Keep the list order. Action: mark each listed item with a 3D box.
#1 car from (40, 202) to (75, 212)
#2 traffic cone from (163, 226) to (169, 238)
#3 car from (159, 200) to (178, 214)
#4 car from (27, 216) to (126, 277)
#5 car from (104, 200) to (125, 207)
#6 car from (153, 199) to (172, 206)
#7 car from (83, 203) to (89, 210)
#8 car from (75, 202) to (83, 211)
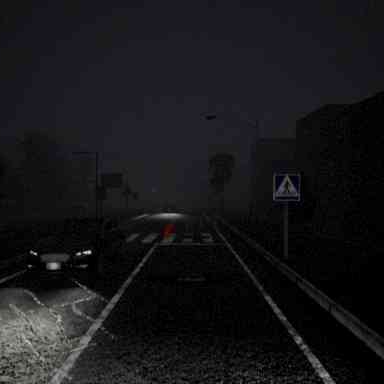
[{"bbox_3d":[-21.865,2.436,53.346,4.674,1.452,2.002,0,-1,0],"label":"car"},{"bbox_3d":[-1.371,2.134,17.754,0.340,0.580,0.340,0,-1,0],"label":"traffic cone"},{"bbox_3d":[-3.172,2.344,48.875,2.128,1.511,4.902,0,-1,0],"label":"car"},{"bbox_3d":[-3.346,1.551,10.488,2.128,1.511,4.902,0,-1,0],"label":"car"},{"bbox_3d":[-21.742,3.232,91.521,5.008,1.535,2.097,0,-1,0],"label":"car"},{"bbox_3d":[-8.653,3.303,94.244,4.892,1.521,2.231,0,-1,0],"label":"car"},{"bbox_3d":[-21.853,2.538,59.895,5.008,1.535,2.097,0,-1,0],"label":"car"},{"bbox_3d":[-21.852,2.468,56.622,4.892,1.521,2.231,0,-1,0],"label":"car"}]
